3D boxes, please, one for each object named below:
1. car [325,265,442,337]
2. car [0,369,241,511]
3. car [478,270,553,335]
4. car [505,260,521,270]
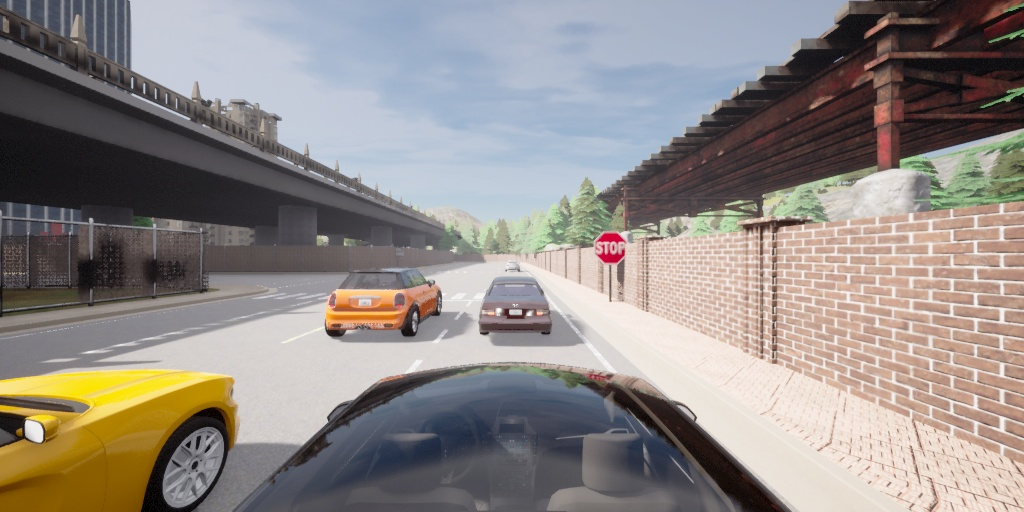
[{"bbox_3d":[-3.423,1.102,10.463,2.097,1.767,4.553,0,0,0],"label":"car"},{"bbox_3d":[-3.398,1.228,1.205,1.882,1.535,5.008,0,0,0],"label":"car"},{"bbox_3d":[0.078,1.297,10.485,2.033,1.411,5.357,0,0,0],"label":"car"},{"bbox_3d":[0.067,1.276,46.348,1.812,1.442,4.674,0,0,-1],"label":"car"}]
